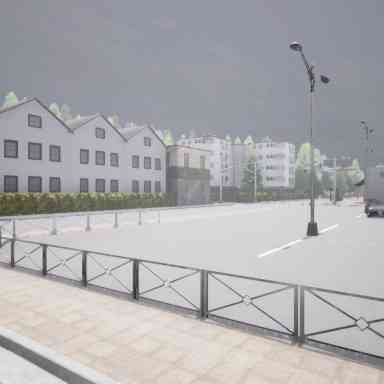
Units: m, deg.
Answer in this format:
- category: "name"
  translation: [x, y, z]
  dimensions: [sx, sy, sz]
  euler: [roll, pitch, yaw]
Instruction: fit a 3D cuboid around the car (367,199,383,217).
- category: "car"
  translation: [15.406, 1.298, 26.817]
  dimensions: [2.007, 1.523, 4.514]
  euler: [0, 0, 35]
